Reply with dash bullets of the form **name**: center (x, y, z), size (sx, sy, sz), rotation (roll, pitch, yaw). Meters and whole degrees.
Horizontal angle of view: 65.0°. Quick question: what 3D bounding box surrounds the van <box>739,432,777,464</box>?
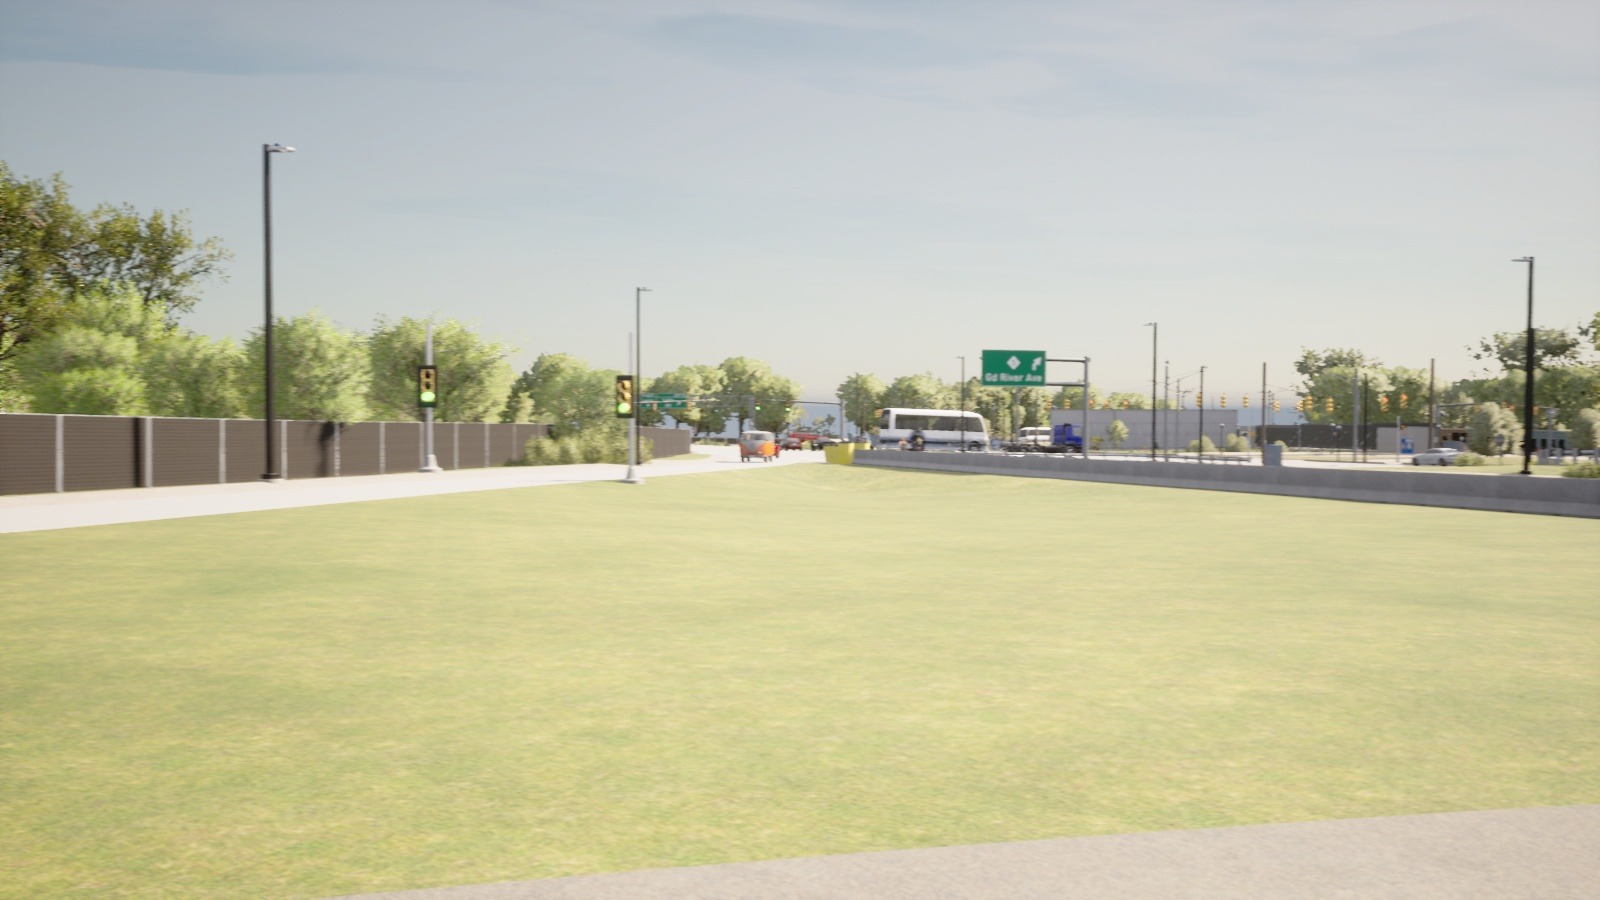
- **van**: center (-2.610, -0.145, 79.305), size (1.775, 1.987, 4.442), rotation (-1, 0, 6)
